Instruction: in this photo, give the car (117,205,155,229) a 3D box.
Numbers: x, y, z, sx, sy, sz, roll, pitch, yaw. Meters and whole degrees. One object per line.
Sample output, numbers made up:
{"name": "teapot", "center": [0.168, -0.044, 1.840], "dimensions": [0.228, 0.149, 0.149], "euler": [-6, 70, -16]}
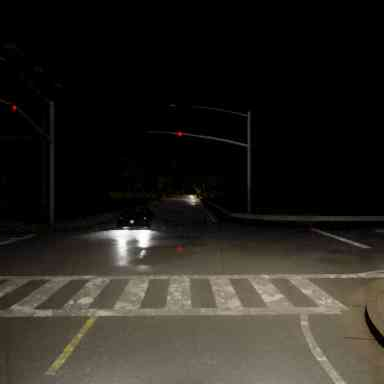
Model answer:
{"name": "car", "center": [-3.524, 1.564, 21.565], "dimensions": [1.994, 1.385, 4.181], "euler": [0, 0, 0]}
